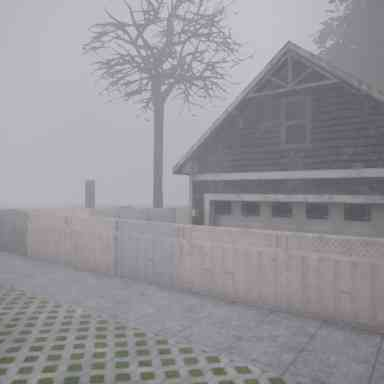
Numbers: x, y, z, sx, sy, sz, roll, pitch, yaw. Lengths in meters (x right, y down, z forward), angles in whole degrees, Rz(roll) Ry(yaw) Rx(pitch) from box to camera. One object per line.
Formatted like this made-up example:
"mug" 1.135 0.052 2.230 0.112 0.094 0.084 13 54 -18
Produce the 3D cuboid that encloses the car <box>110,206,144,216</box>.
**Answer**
"car" -6.419 1.894 28.953 1.895 1.301 4.718 0 -1 35
